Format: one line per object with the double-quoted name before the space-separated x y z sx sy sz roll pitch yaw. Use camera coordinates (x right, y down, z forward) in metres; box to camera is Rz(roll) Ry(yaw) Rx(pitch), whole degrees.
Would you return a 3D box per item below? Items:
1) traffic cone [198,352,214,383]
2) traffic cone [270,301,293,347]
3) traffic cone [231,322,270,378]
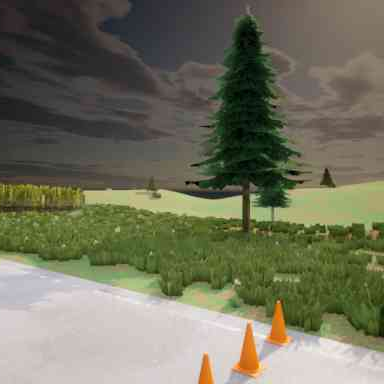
"traffic cone" 0.145 1.955 3.431 0.340 0.580 0.340 0 0 36
"traffic cone" 1.314 1.955 5.053 0.340 0.580 0.340 0 0 36
"traffic cone" 0.729 1.955 4.242 0.340 0.580 0.340 0 0 36
